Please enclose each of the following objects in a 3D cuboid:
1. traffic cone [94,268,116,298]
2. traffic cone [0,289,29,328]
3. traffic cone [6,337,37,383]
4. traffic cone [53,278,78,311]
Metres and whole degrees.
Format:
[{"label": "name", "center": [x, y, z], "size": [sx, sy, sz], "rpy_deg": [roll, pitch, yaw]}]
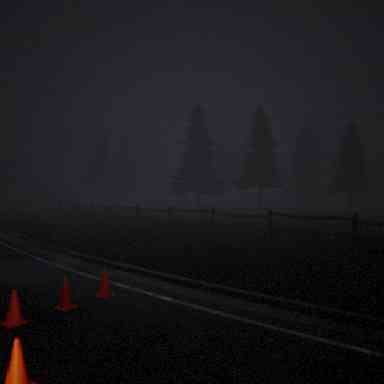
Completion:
[{"label": "traffic cone", "center": [-1.955, 2.011, 7.459], "size": [0.340, 0.580, 0.340], "rpy_deg": [0, 0, 35]}, {"label": "traffic cone", "center": [-3.096, 2.004, 5.816], "size": [0.340, 0.580, 0.340], "rpy_deg": [0, 0, 35]}, {"label": "traffic cone", "center": [-2.023, 1.988, 3.854], "size": [0.340, 0.580, 0.340], "rpy_deg": [0, 0, 35]}, {"label": "traffic cone", "center": [-2.525, 2.008, 6.638], "size": [0.340, 0.580, 0.340], "rpy_deg": [0, 0, 35]}]
